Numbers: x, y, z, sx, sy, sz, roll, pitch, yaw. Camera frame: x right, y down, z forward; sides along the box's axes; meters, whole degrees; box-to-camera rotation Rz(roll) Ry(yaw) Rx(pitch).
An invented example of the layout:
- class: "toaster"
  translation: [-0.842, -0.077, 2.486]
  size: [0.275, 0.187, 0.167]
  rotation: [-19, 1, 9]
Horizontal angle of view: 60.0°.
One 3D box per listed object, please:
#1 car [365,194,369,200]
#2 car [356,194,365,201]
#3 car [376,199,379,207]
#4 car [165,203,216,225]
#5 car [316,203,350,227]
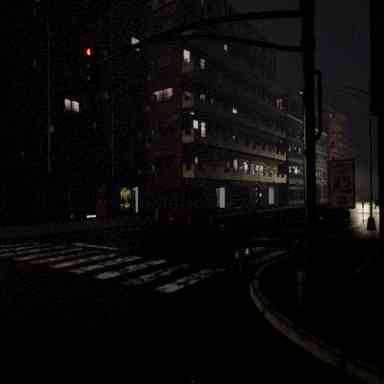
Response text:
- class: "car"
  translation: [42.373, 1.231, 81.300]
  size: [1.947, 1.339, 4.313]
  rotation: [-1, 0, 36]
- class: "car"
  translation: [35.651, 1.293, 72.136]
  size: [1.802, 1.307, 4.206]
  rotation: [-1, 0, 36]
- class: "car"
  translation: [25.702, 1.229, 44.410]
  size: [1.752, 1.417, 4.829]
  rotation: [-1, 0, 36]
- class: "car"
  translation: [-0.044, 1.514, 23.697]
  size: [1.887, 1.381, 4.507]
  rotation: [-1, 0, 36]
- class: "car"
  translation: [8.882, 1.372, 21.305]
  size: [1.887, 1.381, 4.507]
  rotation: [-1, 0, 36]
